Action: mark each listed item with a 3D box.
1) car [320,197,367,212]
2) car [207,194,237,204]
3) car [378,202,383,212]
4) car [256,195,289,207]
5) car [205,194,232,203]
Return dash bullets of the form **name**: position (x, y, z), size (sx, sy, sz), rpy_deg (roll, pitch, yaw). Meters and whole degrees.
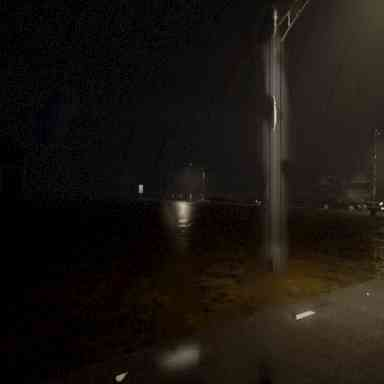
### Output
- **car**: position (16.400, 1.292, 36.148), size (1.837, 1.490, 4.892), rpy_deg (2, 0, -35)
- **car**: position (4.891, 1.174, 52.417), size (1.895, 1.301, 4.718), rpy_deg (2, -1, -35)
- **car**: position (22.090, 1.300, 34.725), size (2.097, 1.767, 4.553), rpy_deg (2, -1, -39)
- **car**: position (10.653, 1.177, 44.268), size (1.837, 1.490, 4.892), rpy_deg (2, 0, -35)
- **car**: position (4.633, 1.107, 59.172), size (1.882, 1.535, 5.008), rpy_deg (2, -1, -35)
